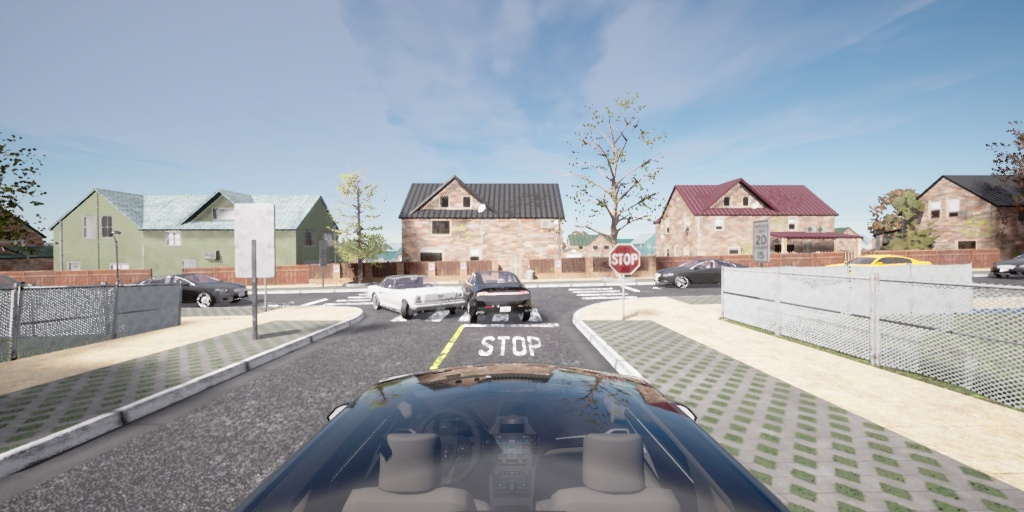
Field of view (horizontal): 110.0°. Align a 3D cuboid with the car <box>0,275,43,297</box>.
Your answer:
[{"bbox_3d":[-24.239,1.644,16.450,4.553,1.767,2.097,-1,1,0],"label":"car"}]

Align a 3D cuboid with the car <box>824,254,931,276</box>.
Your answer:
[{"bbox_3d":[19.761,0.687,19.582,5.008,1.535,1.882,-1,1,-1],"label":"car"}]

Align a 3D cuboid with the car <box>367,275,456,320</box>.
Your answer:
[{"bbox_3d":[-3.602,1.365,12.996,1.895,1.301,4.718,0,0,-38],"label":"car"}]

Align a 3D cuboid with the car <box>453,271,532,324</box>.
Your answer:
[{"bbox_3d":[-0.685,1.240,12.137,2.128,1.511,4.902,0,0,-12],"label":"car"}]

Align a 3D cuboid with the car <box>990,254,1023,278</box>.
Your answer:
[{"bbox_3d":[29.385,0.475,19.618,4.902,1.511,2.128,-1,1,0],"label":"car"}]

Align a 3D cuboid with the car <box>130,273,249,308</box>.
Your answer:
[{"bbox_3d":[-14.902,1.563,16.491,4.902,1.511,2.128,-1,1,0],"label":"car"}]

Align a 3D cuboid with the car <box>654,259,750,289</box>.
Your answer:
[{"bbox_3d":[10.330,0.922,19.545,4.902,1.511,2.128,-1,1,0],"label":"car"}]
